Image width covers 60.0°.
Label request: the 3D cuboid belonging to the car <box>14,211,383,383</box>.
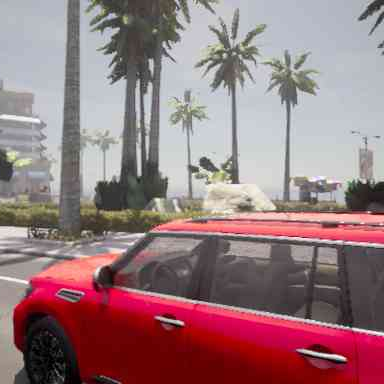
[{"bbox_3d":[0.494,1.224,3.421,5.566,2.045,2.150,0,0,34],"label":"car"}]
